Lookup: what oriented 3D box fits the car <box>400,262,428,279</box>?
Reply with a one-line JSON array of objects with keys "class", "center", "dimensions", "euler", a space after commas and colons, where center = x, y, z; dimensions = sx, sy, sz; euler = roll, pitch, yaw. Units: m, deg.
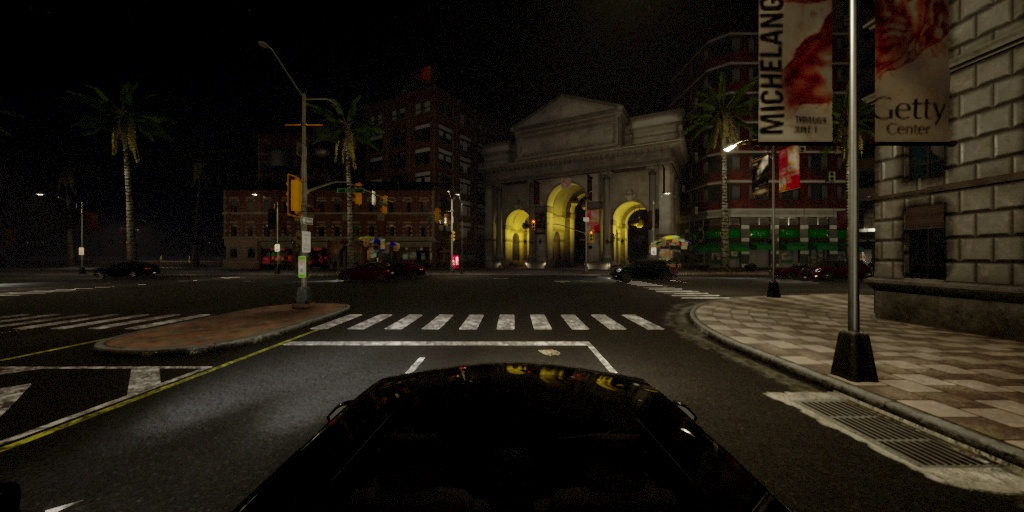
[{"class": "car", "center": [-9.945, 1.275, 31.976], "dimensions": [4.674, 1.442, 1.812], "euler": [0, 0, 0]}]

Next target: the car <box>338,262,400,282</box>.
[{"class": "car", "center": [-11.481, 1.313, 28.486], "dimensions": [4.181, 1.385, 1.994], "euler": [0, 0, 0]}]

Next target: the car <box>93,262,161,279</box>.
[{"class": "car", "center": [-34.436, 1.254, 32.130], "dimensions": [4.892, 1.490, 1.837], "euler": [0, 0, 0]}]

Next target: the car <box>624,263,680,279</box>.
[{"class": "car", "center": [12.384, 1.313, 31.830], "dimensions": [4.181, 1.385, 1.994], "euler": [0, 0, 0]}]

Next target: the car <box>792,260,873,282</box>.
[{"class": "car", "center": [25.345, 1.101, 28.210], "dimensions": [4.553, 1.767, 2.097], "euler": [0, 0, 1]}]

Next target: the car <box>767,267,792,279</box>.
[{"class": "car", "center": [25.519, 1.350, 31.729], "dimensions": [4.718, 1.301, 1.895], "euler": [0, 0, 1]}]

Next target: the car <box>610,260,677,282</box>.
[{"class": "car", "center": [10.108, 1.101, 28.345], "dimensions": [4.553, 1.767, 2.097], "euler": [0, 0, 0]}]
